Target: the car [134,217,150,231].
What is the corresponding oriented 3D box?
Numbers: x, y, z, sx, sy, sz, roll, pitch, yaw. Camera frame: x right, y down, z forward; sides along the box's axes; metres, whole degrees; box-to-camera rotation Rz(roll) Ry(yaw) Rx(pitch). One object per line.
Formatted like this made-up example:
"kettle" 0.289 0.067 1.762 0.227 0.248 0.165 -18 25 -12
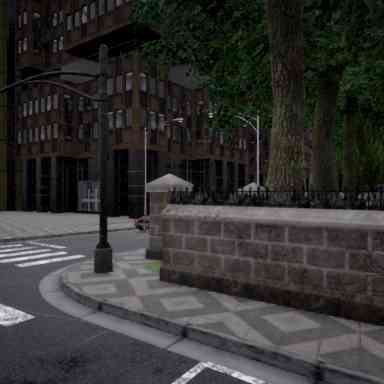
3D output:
"car" -1.739 1.984 22.830 1.895 1.301 4.718 0 -1 35
